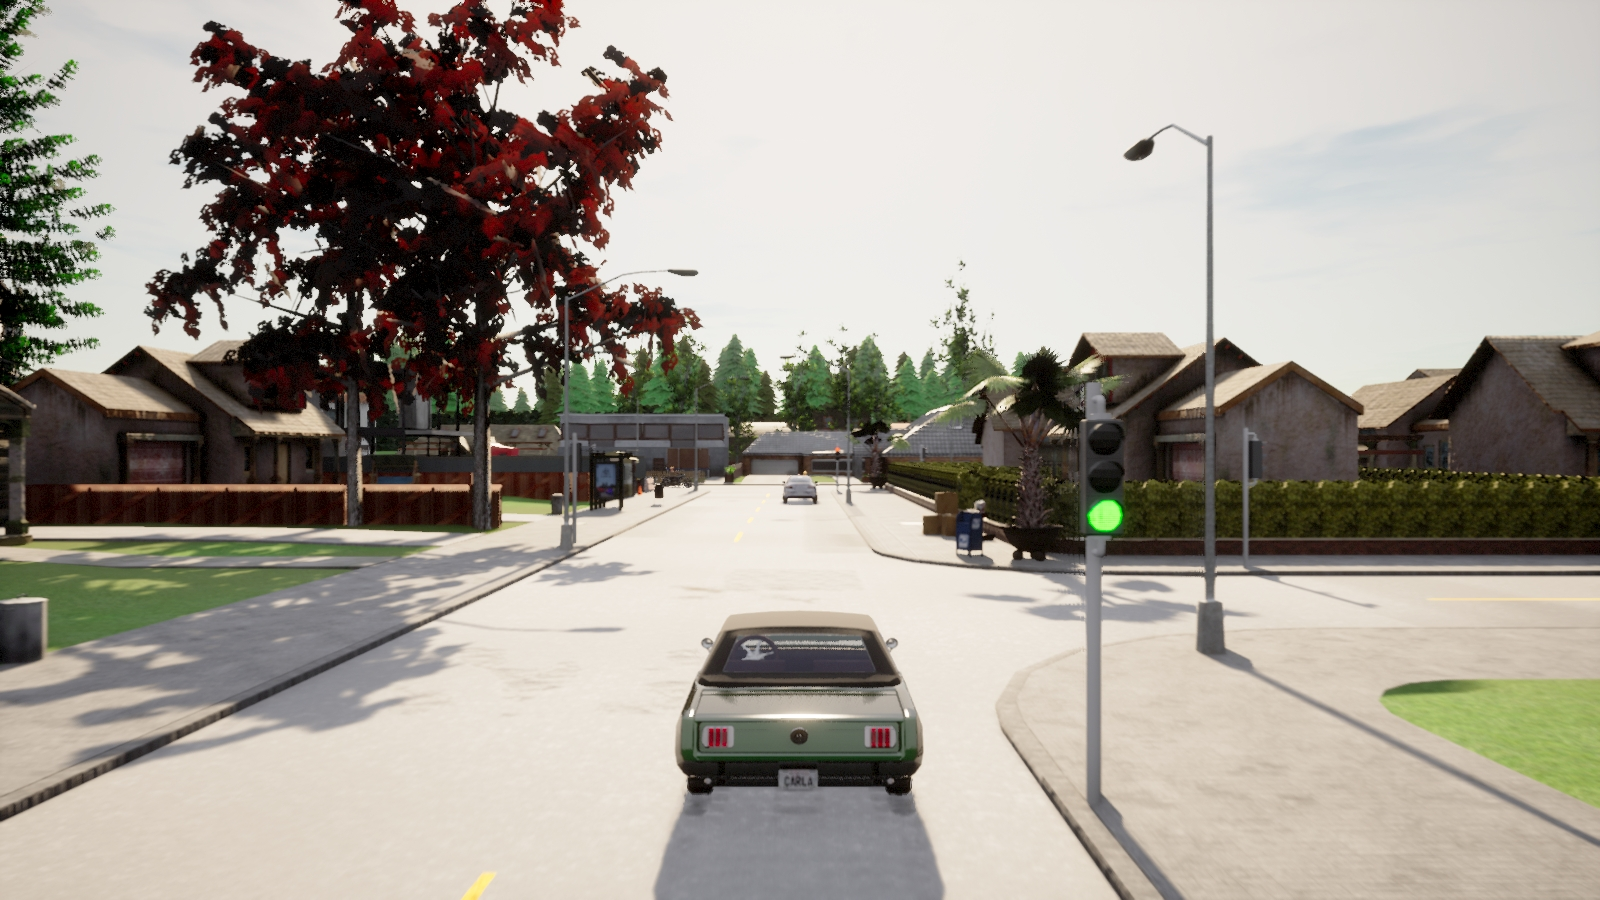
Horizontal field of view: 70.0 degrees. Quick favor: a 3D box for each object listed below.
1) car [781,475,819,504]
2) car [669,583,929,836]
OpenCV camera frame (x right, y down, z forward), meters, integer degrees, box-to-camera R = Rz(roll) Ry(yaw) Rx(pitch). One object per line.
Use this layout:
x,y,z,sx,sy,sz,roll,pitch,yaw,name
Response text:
0.012,2.116,62.329,2.002,1.442,4.674,0,0,0,car
-0.004,2.161,10.674,1.895,1.301,4.718,0,0,0,car
